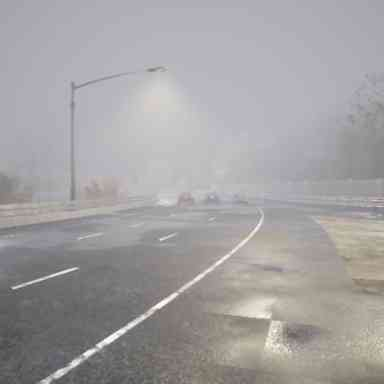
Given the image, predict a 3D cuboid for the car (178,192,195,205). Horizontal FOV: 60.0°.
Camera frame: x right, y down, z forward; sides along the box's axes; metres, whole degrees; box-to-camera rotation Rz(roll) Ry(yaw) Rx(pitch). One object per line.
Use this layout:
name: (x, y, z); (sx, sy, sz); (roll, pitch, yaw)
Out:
car: (-0.704, 0.747, 45.602); (2.097, 1.767, 4.553); (0, 1, 3)

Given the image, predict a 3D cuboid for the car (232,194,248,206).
car: (6.233, 0.991, 43.042); (2.033, 1.411, 5.357); (0, 1, 5)

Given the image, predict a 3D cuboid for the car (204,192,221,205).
car: (2.740, 0.767, 44.626); (2.097, 1.767, 4.553); (0, 1, 3)
